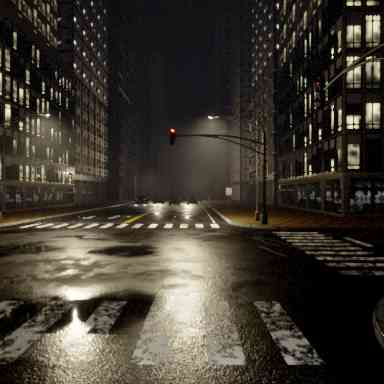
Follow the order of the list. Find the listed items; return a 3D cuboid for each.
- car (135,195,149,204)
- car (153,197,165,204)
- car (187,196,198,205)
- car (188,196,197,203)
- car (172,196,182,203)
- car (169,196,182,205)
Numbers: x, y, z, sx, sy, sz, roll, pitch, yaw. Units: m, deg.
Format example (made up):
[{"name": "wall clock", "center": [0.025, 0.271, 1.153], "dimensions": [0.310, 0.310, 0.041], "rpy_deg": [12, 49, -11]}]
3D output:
[{"name": "car", "center": [-9.660, 1.467, 64.391], "dimensions": [2.097, 1.767, 4.553], "rpy_deg": [0, 0, 0]}, {"name": "car", "center": [-6.410, 1.679, 64.356], "dimensions": [1.994, 1.385, 4.181], "rpy_deg": [0, 0, 0]}, {"name": "car", "center": [0.085, 1.647, 60.179], "dimensions": [2.033, 1.411, 5.357], "rpy_deg": [0, 0, 0]}, {"name": "car", "center": [0.100, 1.582, 70.627], "dimensions": [1.895, 1.301, 4.718], "rpy_deg": [0, 0, 0]}, {"name": "car", "center": [-3.151, 1.522, 70.185], "dimensions": [1.994, 1.385, 4.181], "rpy_deg": [0, 0, 0]}, {"name": "car", "center": [-3.166, 1.646, 59.766], "dimensions": [2.033, 1.411, 5.357], "rpy_deg": [0, 0, 0]}]
